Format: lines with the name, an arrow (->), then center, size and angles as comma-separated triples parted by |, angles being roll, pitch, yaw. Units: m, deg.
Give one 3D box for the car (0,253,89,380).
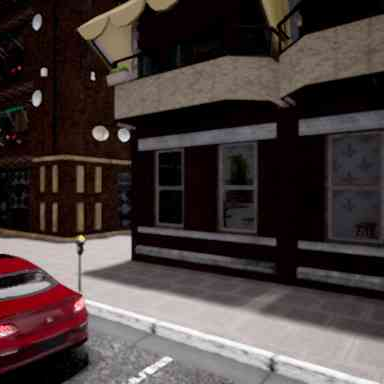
car -> -3.319, 1.626, 5.076 | 4.206, 1.307, 1.802 | -1, 0, 36
